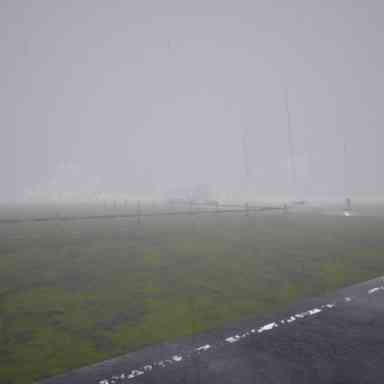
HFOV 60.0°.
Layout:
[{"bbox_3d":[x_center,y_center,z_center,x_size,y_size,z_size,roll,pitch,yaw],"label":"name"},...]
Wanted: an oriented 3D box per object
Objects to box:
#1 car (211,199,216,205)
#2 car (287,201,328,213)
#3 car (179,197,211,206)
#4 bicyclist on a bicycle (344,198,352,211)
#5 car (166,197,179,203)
[{"bbox_3d":[2.197,1.676,59.577,2.033,1.411,5.357,0,0,-34],"label":"car"},{"bbox_3d":[13.260,1.661,38.646,1.895,1.301,4.718,0,0,-35],"label":"car"},{"bbox_3d":[0.476,1.619,57.056,2.128,1.511,4.902,0,0,-34],"label":"car"},{"bbox_3d":[19.093,1.507,40.725,1.656,1.620,0.582,0,0,-35],"label":"bicyclist on a bicycle"},{"bbox_3d":[-3.505,1.657,67.655,2.128,1.511,4.902,0,0,-35],"label":"car"}]
